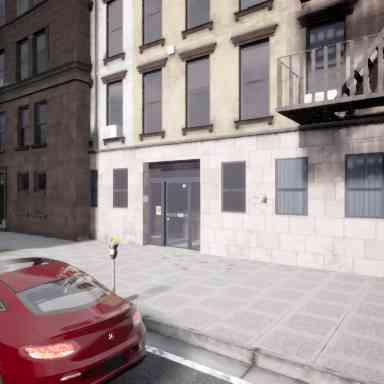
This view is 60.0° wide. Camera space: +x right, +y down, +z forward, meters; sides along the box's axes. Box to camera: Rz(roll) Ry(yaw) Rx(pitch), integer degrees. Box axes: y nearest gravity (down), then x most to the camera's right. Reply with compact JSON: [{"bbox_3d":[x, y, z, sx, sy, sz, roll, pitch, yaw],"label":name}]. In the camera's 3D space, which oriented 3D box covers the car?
[{"bbox_3d":[-2.474,1.582,4.575,4.206,1.307,1.802,0,0,36],"label":"car"}]
